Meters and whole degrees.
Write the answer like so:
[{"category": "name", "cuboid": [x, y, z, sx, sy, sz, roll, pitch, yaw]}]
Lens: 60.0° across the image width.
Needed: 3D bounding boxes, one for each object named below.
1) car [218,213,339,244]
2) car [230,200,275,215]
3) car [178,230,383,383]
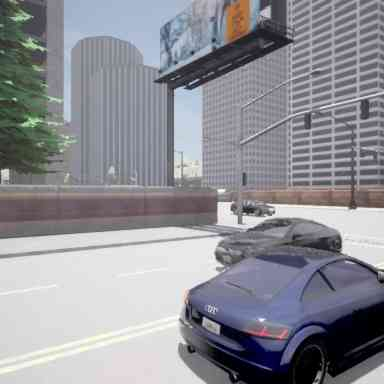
[{"category": "car", "cuboid": [2.836, 1.526, 10.280, 4.674, 1.442, 1.812, 0, 0, -36]}, {"category": "car", "cuboid": [5.706, 1.491, 31.572, 2.128, 1.511, 4.902, 0, 0, -34]}, {"category": "car", "cuboid": [1.871, 1.564, 5.121, 4.181, 1.385, 1.994, 0, 0, -35]}]
